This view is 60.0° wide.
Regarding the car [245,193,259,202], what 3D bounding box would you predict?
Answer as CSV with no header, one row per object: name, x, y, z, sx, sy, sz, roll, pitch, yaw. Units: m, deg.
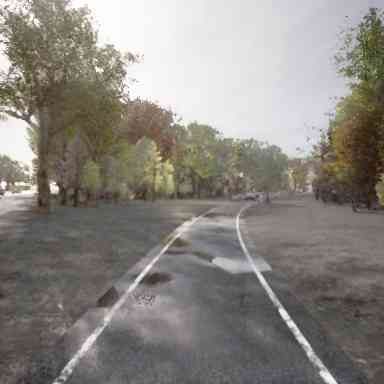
car,11.489,1.068,65.225,1.837,1.490,4.892,0,1,17

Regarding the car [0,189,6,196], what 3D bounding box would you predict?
car,-41.755,0.082,72.108,2.033,1.411,5.357,0,1,-19
